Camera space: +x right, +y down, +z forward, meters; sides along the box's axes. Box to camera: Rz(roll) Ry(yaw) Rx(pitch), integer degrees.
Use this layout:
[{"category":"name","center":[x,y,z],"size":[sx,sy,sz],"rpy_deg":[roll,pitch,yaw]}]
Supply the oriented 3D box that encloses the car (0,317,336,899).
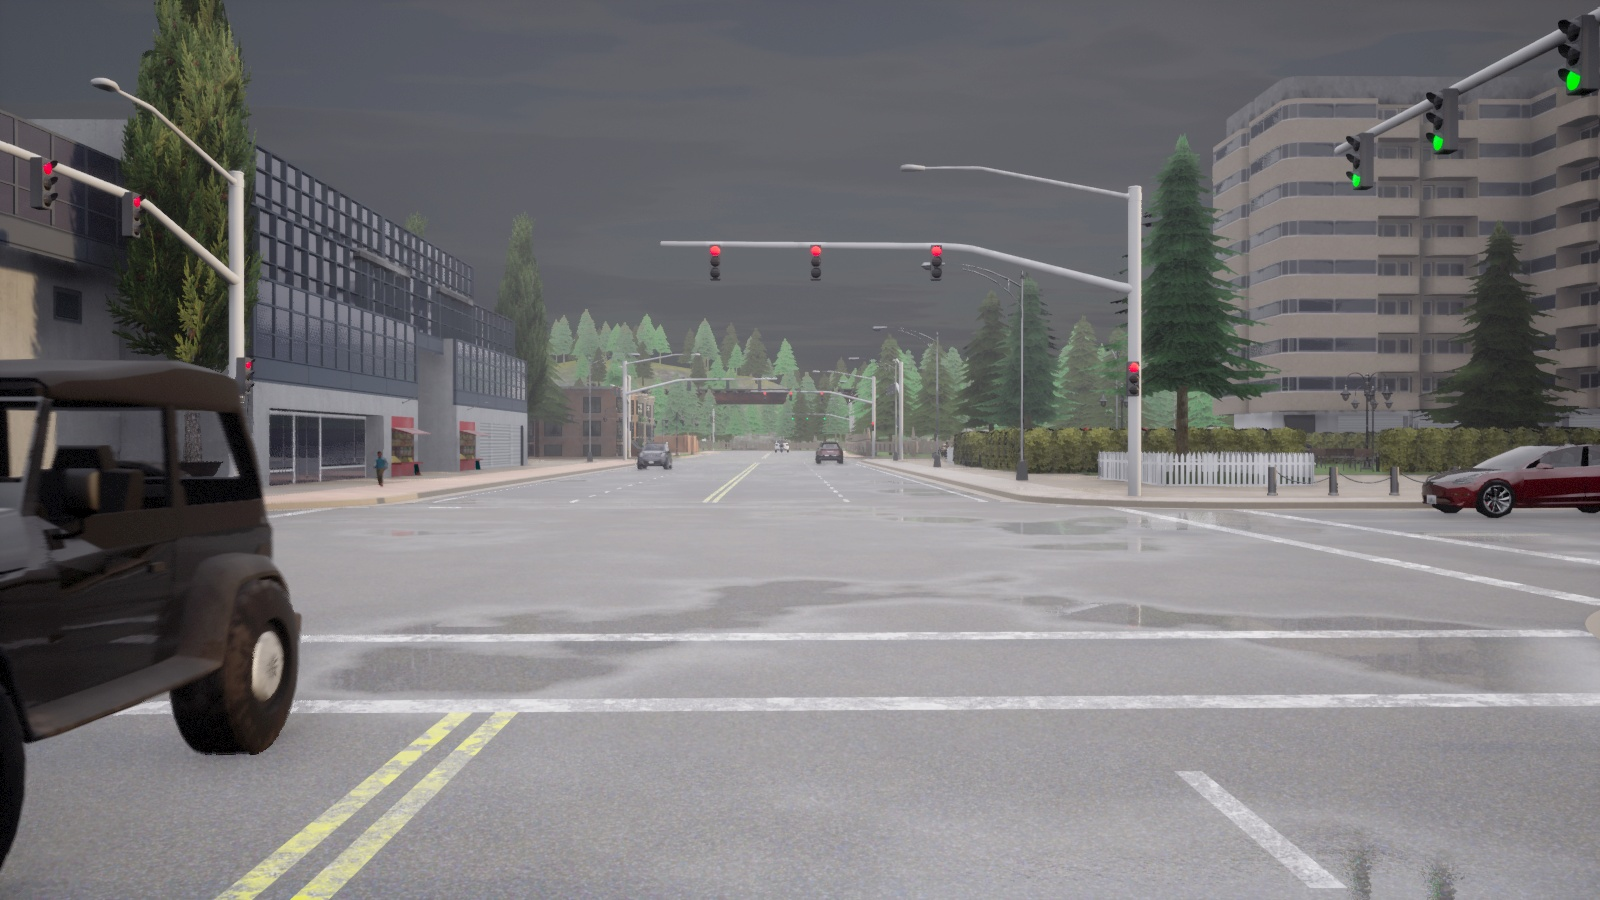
[{"category":"car","center":[-3.492,0.511,4.969],"size":[1.905,1.878,3.866],"rpy_deg":[0,0,0]}]

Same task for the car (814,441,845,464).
[{"category":"car","center":[2.115,0.165,90.991],"size":[2.033,1.649,4.856],"rpy_deg":[0,0,-1]}]

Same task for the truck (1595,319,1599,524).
[{"category":"truck","center":[19.204,-0.528,22.210],"size":[8.468,3.827,2.891],"rpy_deg":[0,0,-1]}]

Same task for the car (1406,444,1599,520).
[{"category":"car","center":[15.302,0.614,25.652],"size":[4.792,1.488,2.163],"rpy_deg":[0,0,-1]}]

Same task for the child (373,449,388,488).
[{"category":"child","center":[-12.803,0.558,38.342],"size":[0.343,1.192,0.448],"rpy_deg":[0,0,-3]}]

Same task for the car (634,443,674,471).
[{"category":"car","center":[-8.092,0.360,69.825],"size":[1.845,1.501,3.633],"rpy_deg":[0,0,-1]}]
